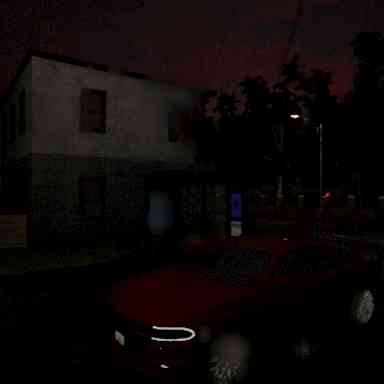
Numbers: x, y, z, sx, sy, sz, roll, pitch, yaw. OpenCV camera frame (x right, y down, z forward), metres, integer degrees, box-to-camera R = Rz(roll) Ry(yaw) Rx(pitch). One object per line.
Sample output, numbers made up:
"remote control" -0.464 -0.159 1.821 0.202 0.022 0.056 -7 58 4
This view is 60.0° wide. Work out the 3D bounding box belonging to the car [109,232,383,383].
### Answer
"car" 1.168 1.477 5.445 5.008 1.535 1.882 0 0 -36
